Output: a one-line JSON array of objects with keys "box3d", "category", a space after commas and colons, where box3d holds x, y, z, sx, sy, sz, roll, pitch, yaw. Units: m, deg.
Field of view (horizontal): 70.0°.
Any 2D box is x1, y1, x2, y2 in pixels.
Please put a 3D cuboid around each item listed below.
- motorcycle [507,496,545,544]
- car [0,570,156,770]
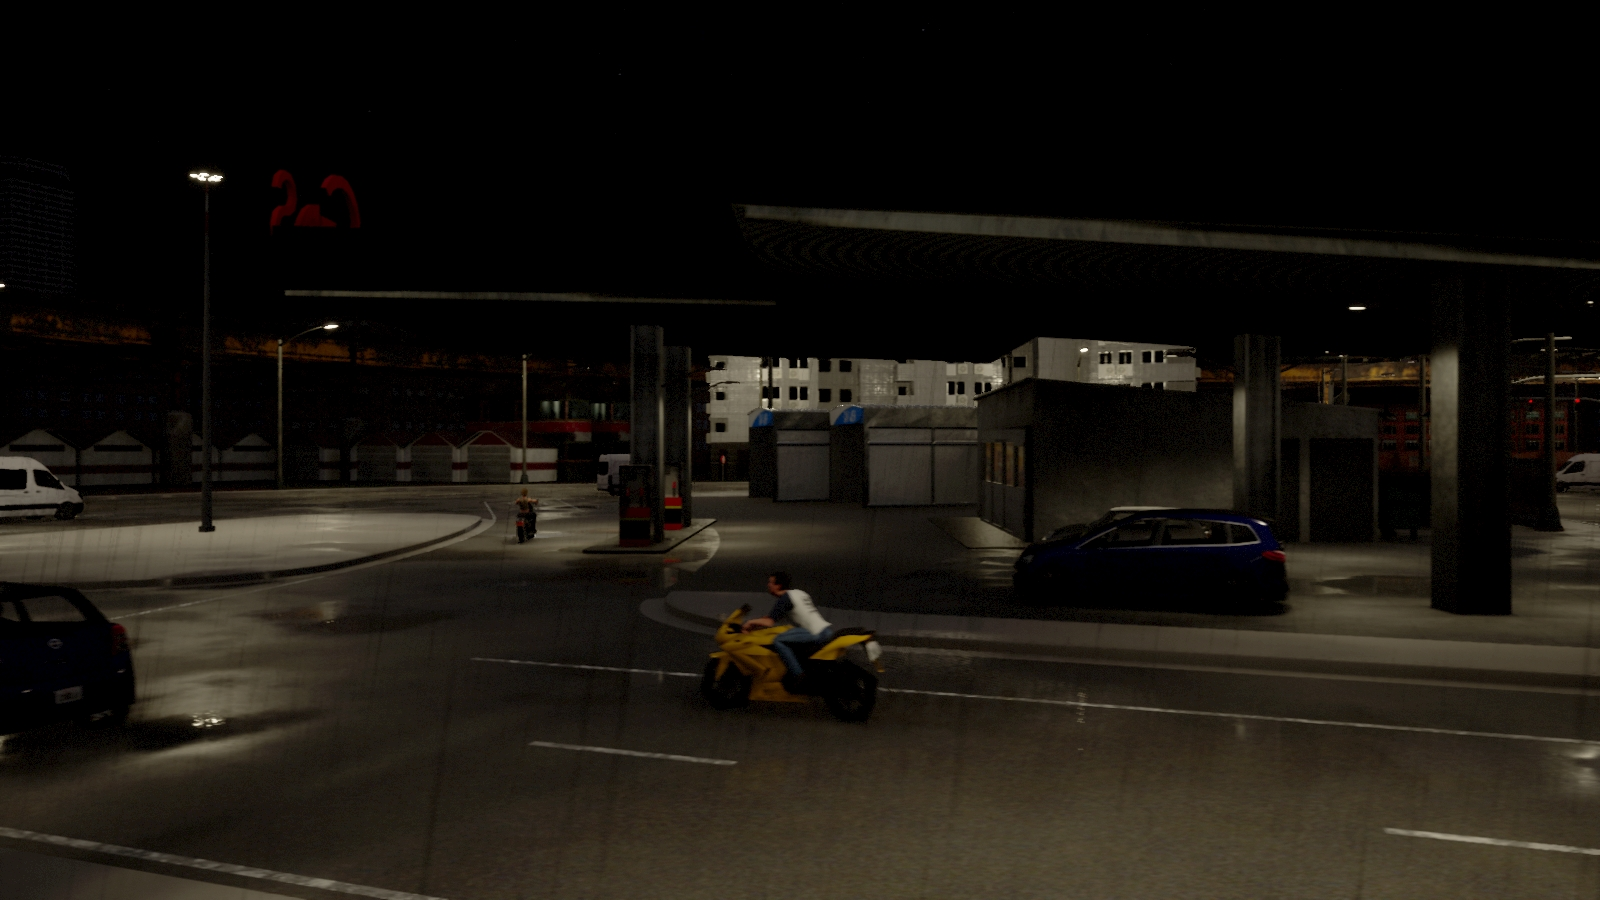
[{"box3d": [-8.447, 2.138, 35.300, 0.764, 1.332, 2.356, -1, 0, -4], "category": "motorcycle"}, {"box3d": [-8.470, 2.036, 11.187, 3.633, 1.501, 1.845, 0, 0, 20], "category": "car"}]
